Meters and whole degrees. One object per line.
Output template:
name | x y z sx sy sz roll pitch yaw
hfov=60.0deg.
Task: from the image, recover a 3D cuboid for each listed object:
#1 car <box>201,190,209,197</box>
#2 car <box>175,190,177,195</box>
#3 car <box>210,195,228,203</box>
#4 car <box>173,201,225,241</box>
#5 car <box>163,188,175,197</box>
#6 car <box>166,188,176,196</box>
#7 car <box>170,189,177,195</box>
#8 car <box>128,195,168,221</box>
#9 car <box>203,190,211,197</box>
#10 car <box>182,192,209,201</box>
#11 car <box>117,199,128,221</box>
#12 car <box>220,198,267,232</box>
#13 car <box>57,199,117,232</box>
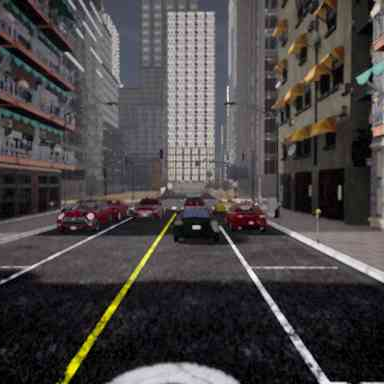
car | 3.066 0.282 78.007 1.752 1.417 4.829 -1 1 0
car | -5.317 0.071 77.877 2.192 1.841 5.009 -1 1 0
car | 2.824 1.060 28.928 1.752 1.417 4.829 -1 1 0
car | 0.176 1.319 15.085 1.994 1.385 4.181 0 1 0
car | -5.342 0.388 72.321 1.887 1.381 4.507 -1 1 0
car | -5.290 -0.017 83.435 2.192 1.841 5.009 -1 1 0
car | -5.234 0.021 94.386 1.752 1.417 4.829 -1 1 0
car | -2.949 1.148 23.332 1.812 1.442 4.674 0 1 1
car | 3.037 0.287 72.277 1.967 1.590 4.097 -1 1 0
car | 0.217 1.045 28.590 1.837 1.490 4.892 0 1 0
car | -5.584 1.167 23.291 1.887 1.381 4.507 -1 1 0
car | 2.769 1.259 17.713 1.887 1.381 4.507 -1 1 0
car | -5.613 1.151 17.767 1.967 1.590 4.097 -1 1 0
